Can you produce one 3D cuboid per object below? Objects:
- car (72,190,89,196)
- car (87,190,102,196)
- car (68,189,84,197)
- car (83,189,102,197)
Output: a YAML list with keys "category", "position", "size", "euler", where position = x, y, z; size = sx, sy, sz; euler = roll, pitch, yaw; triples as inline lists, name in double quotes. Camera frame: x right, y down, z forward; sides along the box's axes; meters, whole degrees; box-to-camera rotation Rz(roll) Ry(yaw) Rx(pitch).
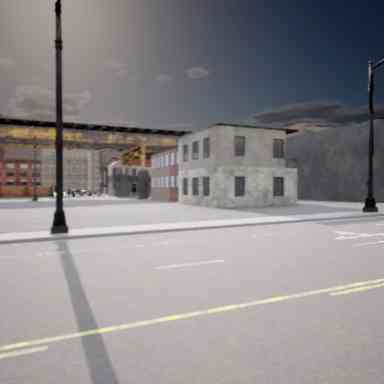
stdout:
- category: "car"
  position: [-27.394, 0.224, 81.551]
  size: [4.536, 1.218, 1.853]
  euler: [1, 1, 37]
- category: "car"
  position: [-23.688, 0.235, 80.837]
  size: [1.853, 1.218, 4.536]
  euler: [0, 1, 7]
- category: "car"
  position: [-27.353, 0.382, 81.523]
  size: [4.974, 1.542, 2.038]
  euler: [1, 1, 37]
- category: "car"
  position: [-23.695, 0.393, 80.788]
  size: [2.038, 1.542, 4.974]
  euler: [0, 1, 7]
